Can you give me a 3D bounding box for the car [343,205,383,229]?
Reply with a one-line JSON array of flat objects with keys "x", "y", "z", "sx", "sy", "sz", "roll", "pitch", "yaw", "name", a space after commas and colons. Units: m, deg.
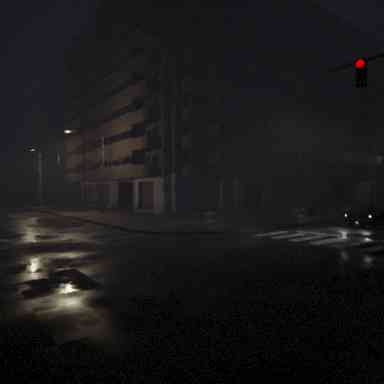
[{"x": 11.466, "y": 1.474, "z": 20.744, "sx": 4.718, "sy": 1.301, "sz": 1.895, "roll": 0, "pitch": 0, "yaw": -35, "name": "car"}]
